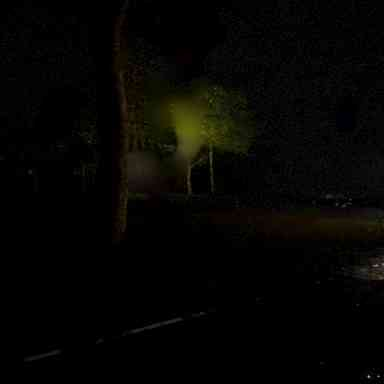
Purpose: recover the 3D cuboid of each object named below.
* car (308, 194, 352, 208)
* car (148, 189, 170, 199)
[{"bbox_3d":[15.598,0.973,37.828,2.128,1.511,4.902,-1,2,-35],"label":"car"},{"bbox_3d":[-5.566,0.252,55.513,2.097,1.767,4.553,-1,2,-36],"label":"car"}]
